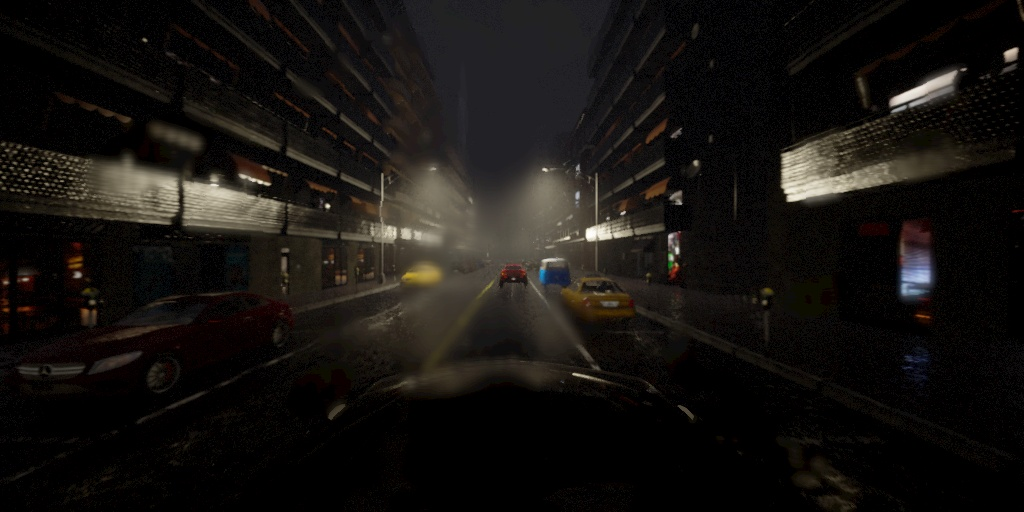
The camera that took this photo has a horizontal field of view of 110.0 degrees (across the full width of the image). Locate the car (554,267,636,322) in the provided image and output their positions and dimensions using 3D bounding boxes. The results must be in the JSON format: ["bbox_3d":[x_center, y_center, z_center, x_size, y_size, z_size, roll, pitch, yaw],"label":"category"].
[{"bbox_3d":[2.690,1.276,12.116,1.751,1.417,4.829,0,0,0],"label":"car"}]

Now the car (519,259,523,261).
[{"bbox_3d":[0.110,1.359,47.608,1.895,1.301,4.718,0,0,0],"label":"car"}]

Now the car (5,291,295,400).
[{"bbox_3d":[-5.691,1.332,6.437,1.802,1.307,4.207,0,0,0],"label":"car"}]

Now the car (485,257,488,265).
[{"bbox_3d":[-5.681,1.203,61.672,1.967,1.591,4.097,0,0,0],"label":"car"}]

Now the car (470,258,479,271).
[{"bbox_3d":[-5.684,1.302,45.101,1.888,1.381,4.507,0,0,0],"label":"car"}]

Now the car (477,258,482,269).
[{"bbox_3d":[-5.683,1.304,50.625,1.888,1.381,4.507,0,0,0],"label":"car"}]

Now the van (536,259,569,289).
[{"bbox_3d":[2.693,1.092,22.994,1.690,1.789,3.998,0,0,0],"label":"van"}]

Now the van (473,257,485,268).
[{"bbox_3d":[-5.682,1.102,56.149,1.690,1.789,3.998,0,0,0],"label":"van"}]

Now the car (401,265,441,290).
[{"bbox_3d":[-5.689,1.277,22.838,1.751,1.417,4.829,0,0,0],"label":"car"}]

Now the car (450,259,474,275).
[{"bbox_3d":[-5.685,1.321,39.578,1.948,1.339,4.313,0,0,0],"label":"car"}]

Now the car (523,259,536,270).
[{"bbox_3d":[2.697,1.308,45.086,2.007,1.370,4.403,0,0,0],"label":"car"}]

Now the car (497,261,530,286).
[{"bbox_3d":[0.105,1.278,25.158,1.812,1.442,4.674,0,0,0],"label":"car"}]
